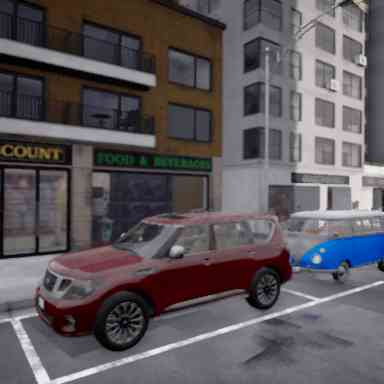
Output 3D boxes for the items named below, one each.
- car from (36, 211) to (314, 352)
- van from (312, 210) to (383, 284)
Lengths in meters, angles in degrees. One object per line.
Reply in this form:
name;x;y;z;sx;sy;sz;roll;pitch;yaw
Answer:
car;-0.181;1.349;6.406;5.009;1.841;2.192;1;0;-36
van;4.316;1.428;9.613;3.998;1.788;1.690;1;0;-36
